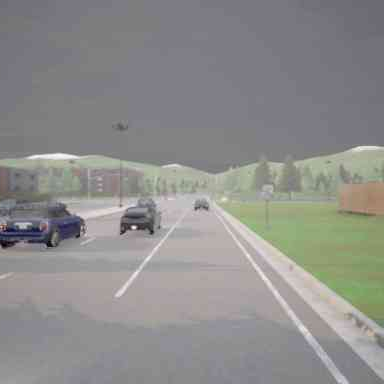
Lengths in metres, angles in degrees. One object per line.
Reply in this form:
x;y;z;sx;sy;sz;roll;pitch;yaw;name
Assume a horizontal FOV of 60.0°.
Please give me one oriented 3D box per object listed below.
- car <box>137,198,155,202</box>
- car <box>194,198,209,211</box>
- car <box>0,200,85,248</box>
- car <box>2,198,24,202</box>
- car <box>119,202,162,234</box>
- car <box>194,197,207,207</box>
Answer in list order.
-5.796;1.499;42.131;2.097;1.767;4.553;0;0;2;car
1.263;1.758;44.127;1.895;1.301;4.718;0;0;2;car
-6.536;1.401;15.131;2.097;1.767;4.553;0;0;1;car
-17.687;1.452;32.558;2.097;1.767;4.553;0;0;2;car
-2.922;1.572;19.554;1.837;1.490;4.892;0;0;2;car
1.528;1.695;57.148;2.128;1.511;4.902;0;0;2;car
